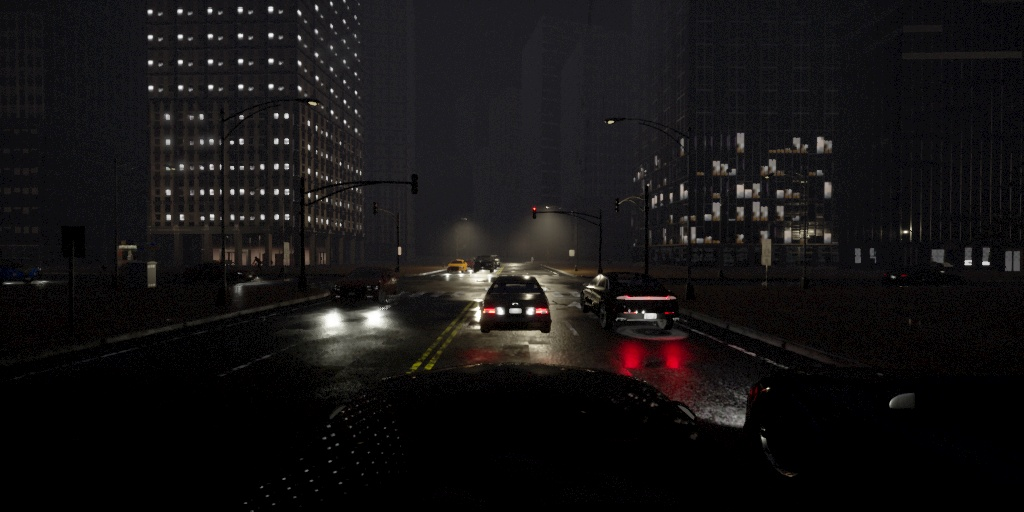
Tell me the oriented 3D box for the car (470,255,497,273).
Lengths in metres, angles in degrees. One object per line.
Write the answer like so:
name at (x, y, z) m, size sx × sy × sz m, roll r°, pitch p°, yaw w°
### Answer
car at (-3.299, 0.938, 42.882) m, size 2.150 × 2.045 × 5.566 m, roll 0°, pitch 0°, yaw 0°

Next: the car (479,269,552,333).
car at (0.109, 1.294, 10.672) m, size 2.033 × 1.411 × 5.357 m, roll 0°, pitch 0°, yaw 1°

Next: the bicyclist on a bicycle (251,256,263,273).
bicyclist on a bicycle at (-24.665, 0.868, 34.704) m, size 0.582 × 1.620 × 1.656 m, roll 0°, pitch 1°, yaw 1°

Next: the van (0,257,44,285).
van at (-33.909, 0.960, 23.625) m, size 3.998 × 1.789 × 1.690 m, roll 0°, pitch 0°, yaw 1°

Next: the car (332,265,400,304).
car at (-6.532, 1.220, 16.616) m, size 1.882 × 1.535 × 5.008 m, roll 1°, pitch 0°, yaw -5°

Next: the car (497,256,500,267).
car at (-3.286, 1.049, 52.836) m, size 2.097 × 1.767 × 4.553 m, roll 0°, pitch 0°, yaw 0°

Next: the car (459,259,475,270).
car at (-6.535, 1.223, 52.618) m, size 1.812 × 1.442 × 4.674 m, roll 0°, pitch 0°, yaw 0°

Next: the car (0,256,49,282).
car at (-37.590, 0.931, 26.312) m, size 4.553 × 1.767 × 2.097 m, roll 0°, pitch 0°, yaw 2°

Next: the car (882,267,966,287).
car at (28.525, 1.451, 24.904) m, size 4.181 × 1.385 × 1.994 m, roll 0°, pitch 0°, yaw 1°

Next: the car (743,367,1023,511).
car at (3.354, 1.314, 1.928) m, size 1.994 × 1.385 × 4.181 m, roll 0°, pitch 0°, yaw 0°

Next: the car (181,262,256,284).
car at (-21.162, 1.183, 25.878) m, size 4.674 × 1.442 × 1.812 m, roll 0°, pitch 0°, yaw 1°

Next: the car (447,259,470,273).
car at (-6.548, 1.193, 43.206) m, size 1.882 × 1.535 × 5.008 m, roll 0°, pitch 0°, yaw 0°

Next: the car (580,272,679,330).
car at (3.356, 1.238, 11.085) m, size 2.128 × 1.511 × 4.902 m, roll 0°, pitch 0°, yaw 0°
